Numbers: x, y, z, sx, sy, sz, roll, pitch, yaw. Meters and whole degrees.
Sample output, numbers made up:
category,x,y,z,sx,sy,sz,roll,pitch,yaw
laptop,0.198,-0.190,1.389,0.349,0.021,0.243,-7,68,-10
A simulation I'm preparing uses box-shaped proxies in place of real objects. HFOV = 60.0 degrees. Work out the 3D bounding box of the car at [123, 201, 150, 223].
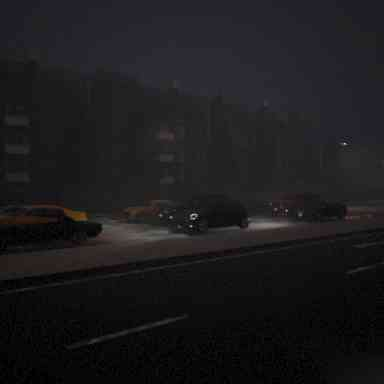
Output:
category,x,y,z,sx,sy,sz,roll,pitch,yaw
car,-2.674,1.361,24.731,5.008,1.535,1.882,0,0,-35

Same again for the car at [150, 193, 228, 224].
category,x,y,z,sx,sy,sz,roll,pitch,yaw
car,0.284,1.105,22.542,5.566,2.045,2.150,0,0,-35

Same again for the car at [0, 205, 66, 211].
category,x,y,z,sx,sy,sz,roll,pitch,yaw
car,-7.873,1.424,16.786,5.008,1.535,1.882,0,0,-35

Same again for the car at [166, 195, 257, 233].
category,x,y,z,sx,sy,sz,roll,pitch,yaw
car,1.155,1.250,18.869,4.553,1.767,2.097,0,0,-35

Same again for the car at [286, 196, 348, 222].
category,x,y,z,sx,sy,sz,roll,pitch,yaw
car,9.643,1.323,24.843,4.902,1.511,2.128,0,0,-35

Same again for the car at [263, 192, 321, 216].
category,x,y,z,sx,sy,sz,roll,pitch,yaw
car,9.088,1.035,28.728,5.566,2.045,2.150,0,0,-35

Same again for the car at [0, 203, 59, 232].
category,x,y,z,sx,sy,sz,roll,pitch,yaw
car,-10.391,1.470,19.294,4.674,1.442,1.812,0,0,-35

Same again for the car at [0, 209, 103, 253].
category,x,y,z,sx,sy,sz,roll,pitch,yaw
car,-6.257,1.557,13.646,4.718,1.301,1.895,0,0,-35

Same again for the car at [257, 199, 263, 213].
category,x,y,z,sx,sy,sz,roll,pitch,yaw
car,5.707,1.365,30.638,5.357,1.411,2.033,0,0,-35
